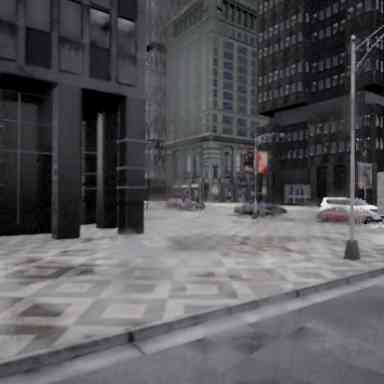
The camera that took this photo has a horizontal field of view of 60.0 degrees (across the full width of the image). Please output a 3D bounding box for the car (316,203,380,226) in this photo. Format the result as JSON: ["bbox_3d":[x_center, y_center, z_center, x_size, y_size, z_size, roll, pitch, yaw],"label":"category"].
[{"bbox_3d":[12.001,1.842,26.301,1.994,1.385,4.181,1,0,-35],"label":"car"}]

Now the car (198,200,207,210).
[{"bbox_3d":[0.155,1.806,48.762,1.837,1.490,4.892,1,0,-35],"label":"car"}]

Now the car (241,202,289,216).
[{"bbox_3d":[8.107,1.850,37.449,2.033,1.411,5.357,1,0,-35],"label":"car"}]

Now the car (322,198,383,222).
[{"bbox_3d":[13.977,1.529,29.140,2.150,2.045,5.566,1,0,-35],"label":"car"}]

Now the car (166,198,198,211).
[{"bbox_3d":[-1.764,1.624,45.839,2.097,1.767,4.553,1,-1,-35],"label":"car"}]

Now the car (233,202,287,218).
[{"bbox_3d":[6.581,1.820,33.980,2.033,1.411,5.357,1,0,-35],"label":"car"}]
